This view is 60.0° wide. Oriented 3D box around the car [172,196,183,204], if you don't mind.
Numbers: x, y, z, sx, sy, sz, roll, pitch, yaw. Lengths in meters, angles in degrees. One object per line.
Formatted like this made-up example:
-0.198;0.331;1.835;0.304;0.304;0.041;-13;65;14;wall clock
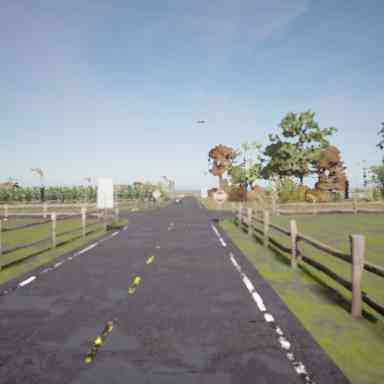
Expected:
-2.764;1.528;65.399;2.128;1.511;4.902;0;0;0;car
